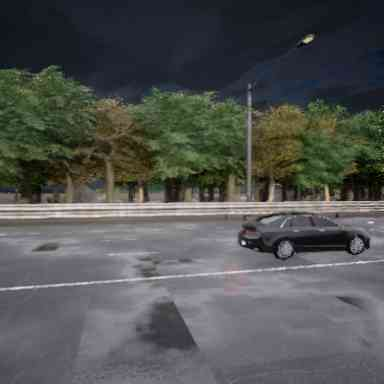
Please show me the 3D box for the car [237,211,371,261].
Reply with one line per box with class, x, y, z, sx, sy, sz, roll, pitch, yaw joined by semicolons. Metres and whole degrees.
car;4.044;1.475;11.945;4.892;1.490;1.837;0;0;-17
